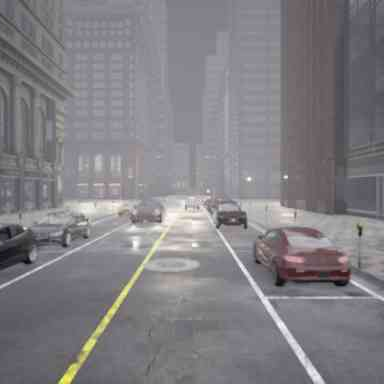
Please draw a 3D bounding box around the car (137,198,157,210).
[{"bbox_3d":[-5.763,1.552,42.875,1.947,1.339,4.313,0,0,0],"label":"car"}]

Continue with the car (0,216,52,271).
[{"bbox_3d":[-5.764,1.559,9.056,1.947,1.339,4.313,0,0,0],"label":"car"}]

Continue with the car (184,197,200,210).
[{"bbox_3d":[0.032,1.513,43.669,1.812,1.442,4.674,0,0,1],"label":"car"}]

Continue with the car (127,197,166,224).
[{"bbox_3d":[-3.097,1.339,24.367,2.097,1.767,4.553,0,0,0],"label":"car"}]

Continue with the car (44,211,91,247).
[{"bbox_3d":[-5.764,1.541,14.692,2.008,1.369,4.403,0,0,0],"label":"car"}]

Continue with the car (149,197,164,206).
[{"bbox_3d":[-5.763,1.541,54.149,2.008,1.369,4.403,0,0,0],"label":"car"}]

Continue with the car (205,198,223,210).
[{"bbox_3d":[2.762,1.553,42.878,1.947,1.339,4.313,0,0,0],"label":"car"}]

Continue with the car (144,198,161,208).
[{"bbox_3d":[-5.763,1.554,48.512,1.947,1.339,4.313,0,0,0],"label":"car"}]

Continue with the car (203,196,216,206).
[{"bbox_3d":[2.762,1.431,54.150,1.967,1.590,4.097,0,0,0],"label":"car"}]

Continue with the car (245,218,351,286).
[{"bbox_3d":[2.761,1.576,9.061,1.802,1.307,4.206,0,0,0],"label":"car"}]

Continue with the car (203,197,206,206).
[{"bbox_3d":[2.760,1.301,37.241,2.192,1.841,5.009,0,0,0],"label":"car"}]

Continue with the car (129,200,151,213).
[{"bbox_3d":[-5.763,1.568,37.239,1.802,1.307,4.206,0,0,0],"label":"car"}]

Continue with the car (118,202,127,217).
[{"bbox_3d":[-5.764,1.511,31.432,1.752,1.417,4.829,0,0,0],"label":"car"}]

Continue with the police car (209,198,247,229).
[{"bbox_3d":[2.368,1.413,21.696,1.930,1.638,5.238,0,0,0],"label":"police car"}]

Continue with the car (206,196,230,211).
[{"bbox_3d":[2.760,1.301,31.605,2.192,1.841,5.009,0,0,0],"label":"car"}]

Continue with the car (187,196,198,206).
[{"bbox_3d":[0.003,1.517,56.587,1.812,1.442,4.674,0,0,0],"label":"car"}]
